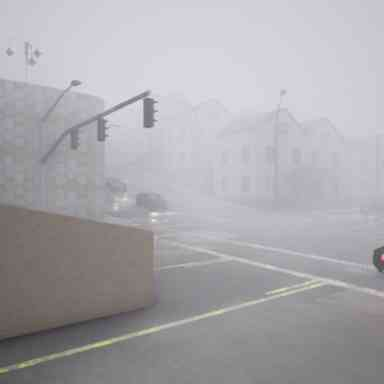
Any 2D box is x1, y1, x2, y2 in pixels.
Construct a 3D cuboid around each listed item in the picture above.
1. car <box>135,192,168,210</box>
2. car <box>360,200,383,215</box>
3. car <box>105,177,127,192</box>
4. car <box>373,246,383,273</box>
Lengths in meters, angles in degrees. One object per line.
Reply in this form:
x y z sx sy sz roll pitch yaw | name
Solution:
-4.211 0.861 34.421 1.837 1.490 4.892 0 7 -35 | car
19.580 1.571 34.898 4.902 1.511 2.128 0 0 -34 | car
-9.935 -1.053 42.766 2.128 1.511 4.902 0 13 -34 | car
6.822 1.624 9.014 4.718 1.301 1.895 0 0 -40 | car
